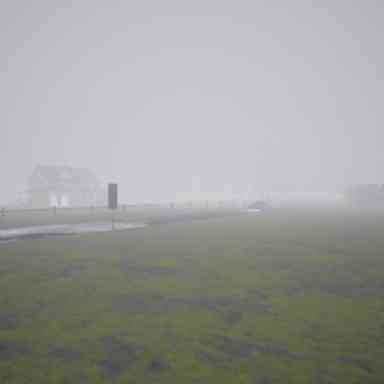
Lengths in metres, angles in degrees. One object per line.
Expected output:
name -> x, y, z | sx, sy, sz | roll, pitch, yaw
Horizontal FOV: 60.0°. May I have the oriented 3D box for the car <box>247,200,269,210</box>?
car -> 10.030, 1.957, 50.393 | 1.994, 1.385, 4.181 | -1, -1, 36
